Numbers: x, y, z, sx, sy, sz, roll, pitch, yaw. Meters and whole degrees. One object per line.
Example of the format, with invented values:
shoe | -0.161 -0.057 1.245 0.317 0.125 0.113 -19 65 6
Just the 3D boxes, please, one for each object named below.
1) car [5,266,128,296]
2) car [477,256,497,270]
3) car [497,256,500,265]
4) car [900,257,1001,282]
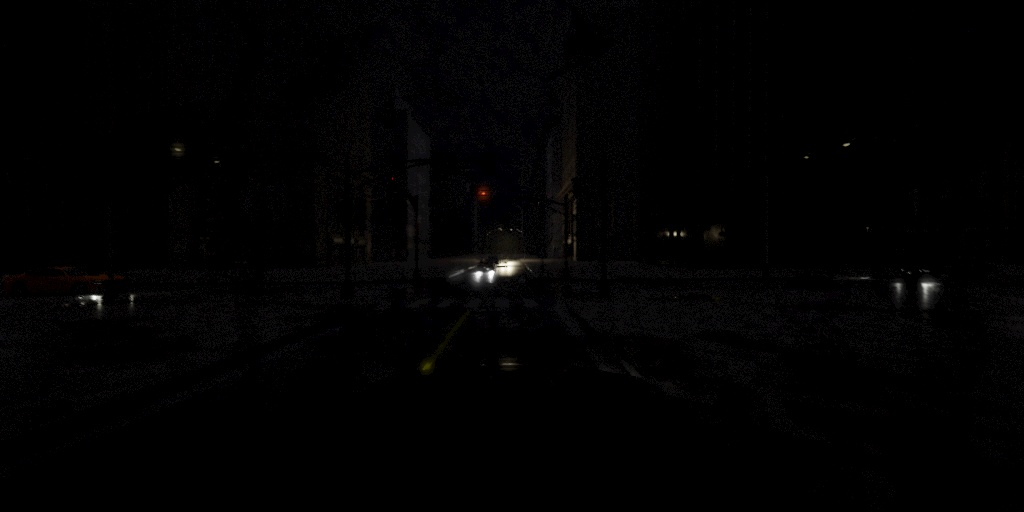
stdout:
car | -23.416 1.287 18.969 5.008 1.535 1.882 0 1 0
car | -3.094 0.965 42.704 1.895 1.301 4.718 0 1 0
car | -3.059 0.706 58.500 1.837 1.490 4.892 0 1 0
car | 27.148 0.812 22.284 4.892 1.490 1.837 -1 1 0
